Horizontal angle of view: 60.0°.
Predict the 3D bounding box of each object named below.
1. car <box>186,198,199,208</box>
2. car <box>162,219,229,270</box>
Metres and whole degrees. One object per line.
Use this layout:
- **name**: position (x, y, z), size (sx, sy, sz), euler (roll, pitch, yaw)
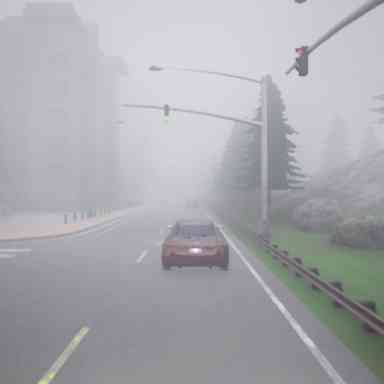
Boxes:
- **car**: position (0.089, 1.655, 51.075), size (1.994, 1.385, 4.181), euler (0, 0, 0)
- **car**: position (0.098, 1.582, 11.135), size (1.994, 1.385, 4.181), euler (0, 0, 0)
